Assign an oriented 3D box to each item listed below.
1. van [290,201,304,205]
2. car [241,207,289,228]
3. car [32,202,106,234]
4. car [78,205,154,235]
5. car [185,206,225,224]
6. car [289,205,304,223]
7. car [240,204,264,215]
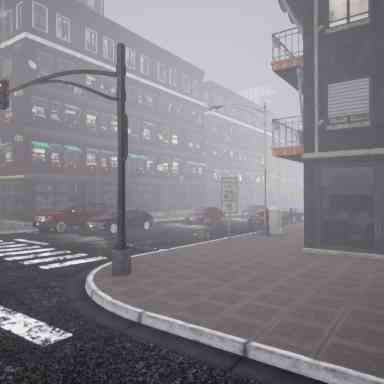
[{"bbox_3d":[18.554,2.464,58.802,1.690,1.788,3.998,-2,-2,35],"label":"van"},{"bbox_3d":[5.786,2.048,26.153,1.802,1.307,4.206,-2,-2,35],"label":"car"},{"bbox_3d":[-7.619,1.604,21.620,2.192,1.841,5.009,-1,-2,35],"label":"car"},{"bbox_3d":[-4.533,1.814,21.479,1.837,1.490,4.892,0,-1,35],"label":"car"},{"bbox_3d":[1.322,2.020,29.782,1.812,1.442,4.674,0,-1,35],"label":"car"},{"bbox_3d":[9.057,2.121,30.803,2.008,1.369,4.403,-2,-2,35],"label":"car"},{"bbox_3d":[7.297,2.189,38.259,1.837,1.490,4.892,0,-1,36],"label":"car"}]
